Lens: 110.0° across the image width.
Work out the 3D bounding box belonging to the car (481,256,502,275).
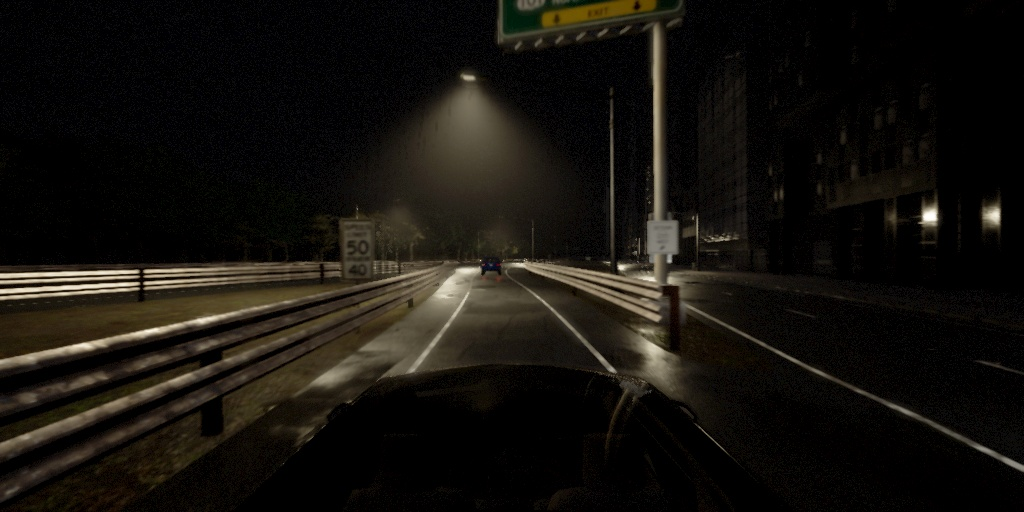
[{"bbox_3d":[-2.268,1.043,40.130,2.150,2.045,5.566,0,0,-2],"label":"car"}]
